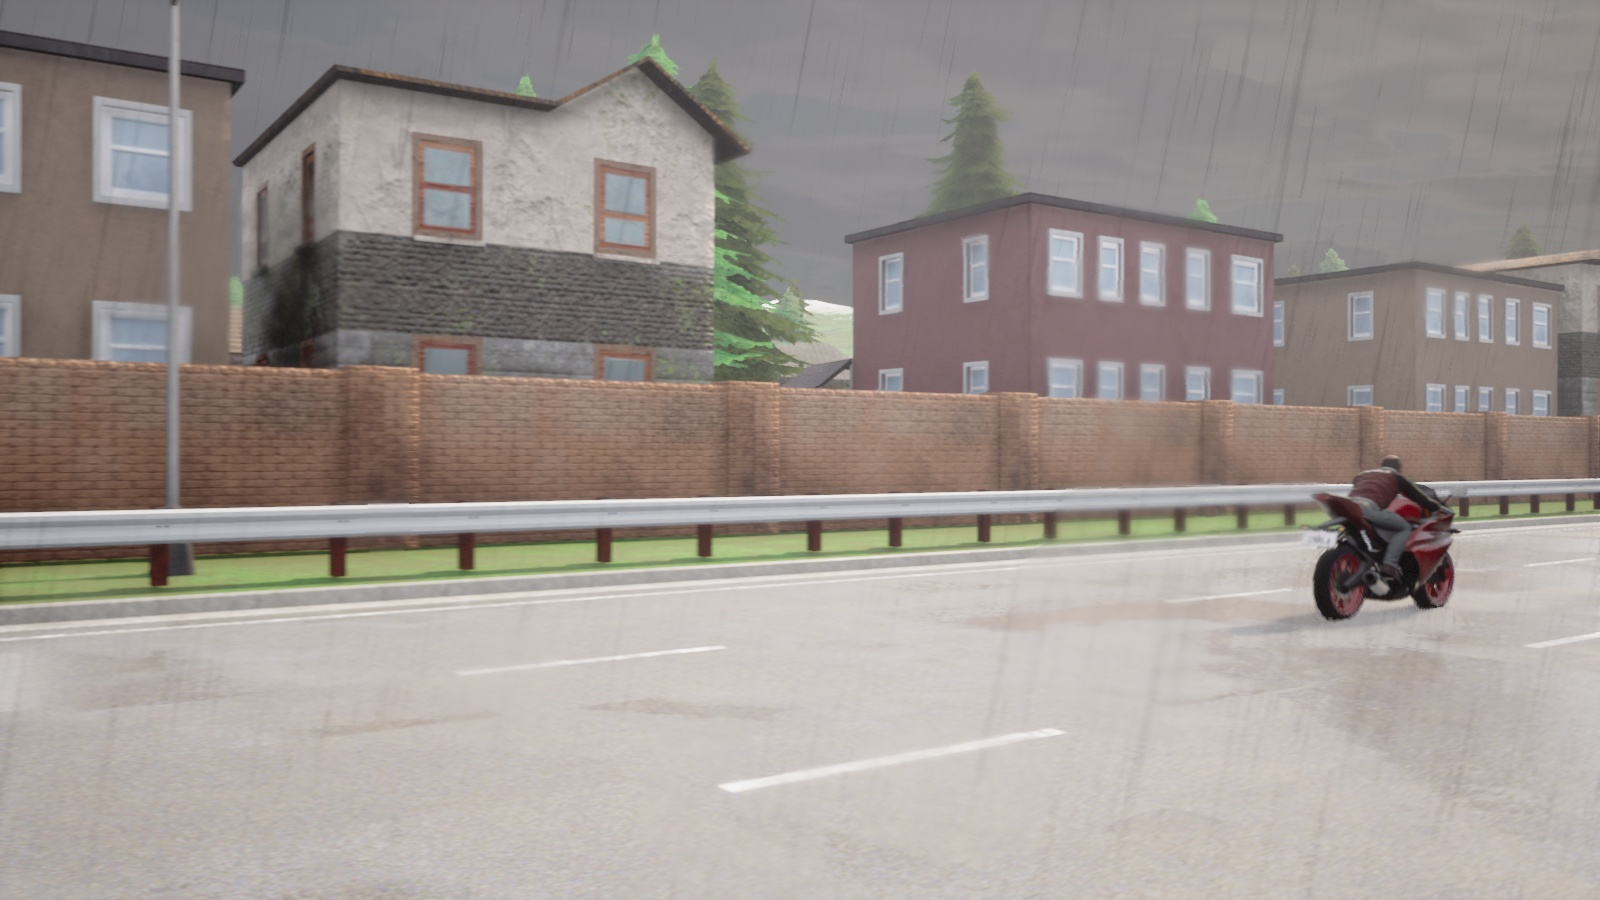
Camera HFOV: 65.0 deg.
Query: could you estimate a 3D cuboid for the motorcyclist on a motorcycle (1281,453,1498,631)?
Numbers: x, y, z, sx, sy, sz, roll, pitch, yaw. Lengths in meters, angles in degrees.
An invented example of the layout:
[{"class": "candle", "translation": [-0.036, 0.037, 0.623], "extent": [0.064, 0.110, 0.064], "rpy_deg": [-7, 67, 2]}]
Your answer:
[{"class": "motorcyclist on a motorcycle", "translation": [5.559, 0.797, 11.792], "extent": [2.191, 1.530, 0.866], "rpy_deg": [0, 0, -35]}]
